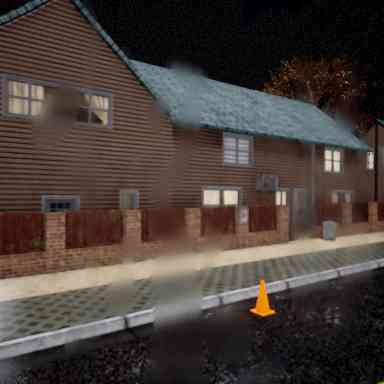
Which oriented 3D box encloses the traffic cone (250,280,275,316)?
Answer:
[{"bbox_3d":[1.328,1.960,6.249,0.340,0.580,0.340,0,0,-34],"label":"traffic cone"}]
